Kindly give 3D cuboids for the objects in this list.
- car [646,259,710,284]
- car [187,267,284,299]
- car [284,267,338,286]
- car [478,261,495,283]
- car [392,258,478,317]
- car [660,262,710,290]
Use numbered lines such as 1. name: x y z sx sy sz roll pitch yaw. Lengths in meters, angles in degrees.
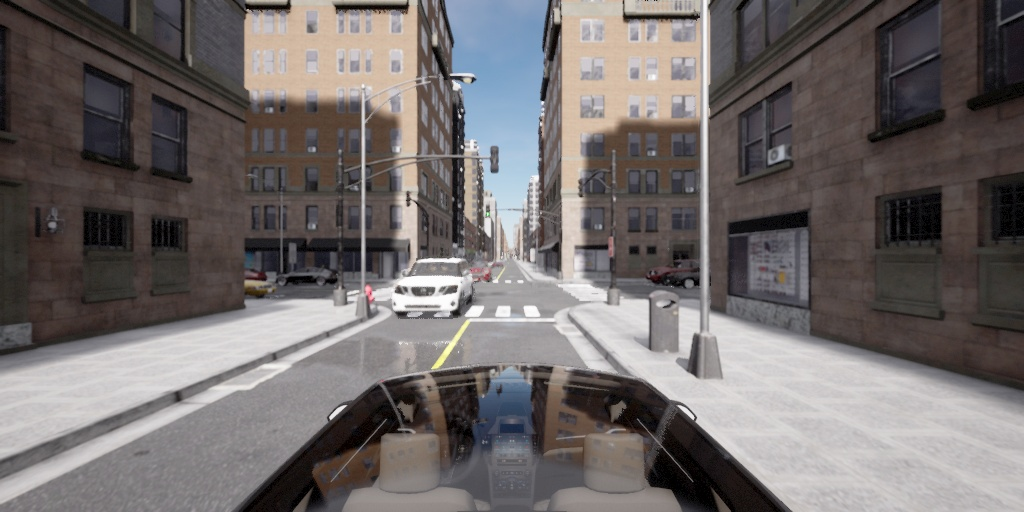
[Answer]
1. car: 12.352 1.165 25.732 5.009 1.841 2.192 0 0 0
2. car: -14.382 1.394 17.748 4.829 1.417 1.751 0 0 0
3. car: -14.530 1.442 25.773 4.313 1.339 1.948 0 0 0
4. car: -2.747 1.210 29.625 2.097 1.767 4.553 0 -1 0
5. car: -2.752 1.085 13.776 2.150 2.045 5.566 0 0 0
6. car: 12.614 1.326 23.191 5.008 1.535 1.882 0 0 0
